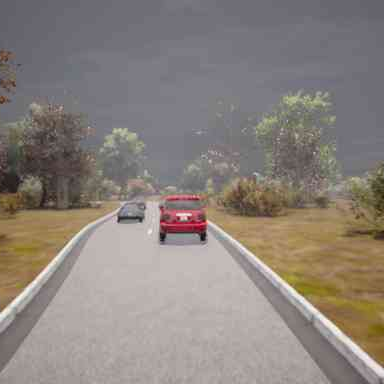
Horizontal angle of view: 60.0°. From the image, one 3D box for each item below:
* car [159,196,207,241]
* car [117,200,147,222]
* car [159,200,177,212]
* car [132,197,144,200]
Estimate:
[{"bbox_3d":[-0.519,1.231,16.981,2.150,2.045,5.566,0,0,-4],"label":"car"},{"bbox_3d":[-4.778,1.580,26.462,1.994,1.385,4.181,0,0,-6],"label":"car"},{"bbox_3d":[-2.951,1.623,39.988,1.895,1.301,4.718,0,0,-8],"label":"car"},{"bbox_3d":[-6.956,1.377,43.052,2.097,1.767,4.553,0,0,-9],"label":"car"}]
